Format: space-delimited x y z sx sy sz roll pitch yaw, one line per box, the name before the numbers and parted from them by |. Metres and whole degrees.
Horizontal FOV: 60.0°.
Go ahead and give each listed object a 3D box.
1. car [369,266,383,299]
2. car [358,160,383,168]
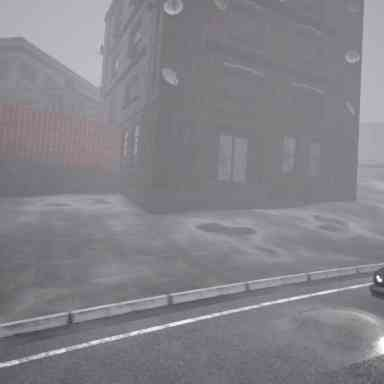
car | 6.243 1.618 7.026 5.357 1.411 2.033 1 -1 -26
car | 22.556 -3.265 42.063 4.553 1.767 2.185 2 -3 16
